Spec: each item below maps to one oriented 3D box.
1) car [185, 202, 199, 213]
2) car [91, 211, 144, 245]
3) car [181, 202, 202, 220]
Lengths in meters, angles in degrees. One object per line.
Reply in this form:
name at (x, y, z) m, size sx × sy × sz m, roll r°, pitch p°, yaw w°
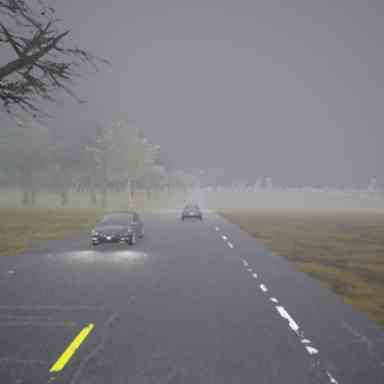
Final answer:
car at (0.018, 2.266, 47.312) m, size 1.837 × 1.490 × 4.892 m, roll 0°, pitch -3°, yaw 0°
car at (-3.515, 1.725, 16.451) m, size 1.837 × 1.490 × 4.892 m, roll 0°, pitch -1°, yaw 0°
car at (-0.016, 1.981, 32.387) m, size 1.994 × 1.385 × 4.181 m, roll 0°, pitch -1°, yaw 0°
